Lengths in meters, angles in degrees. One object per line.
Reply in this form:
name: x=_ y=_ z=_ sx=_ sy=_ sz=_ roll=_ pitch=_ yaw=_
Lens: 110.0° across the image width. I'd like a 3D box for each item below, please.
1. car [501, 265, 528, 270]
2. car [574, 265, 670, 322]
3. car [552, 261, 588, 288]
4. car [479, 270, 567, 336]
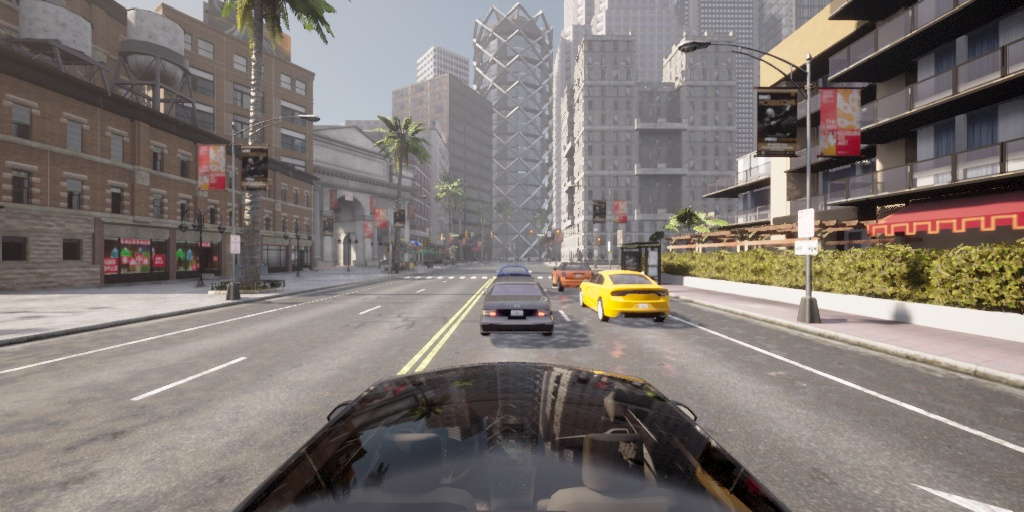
car: x=0.116 y=1.227 z=20.173 sx=1.882 sy=1.535 sz=5.008 roll=0 pitch=0 yaw=0
car: x=3.614 y=1.227 z=12.358 sx=1.882 sy=1.535 sz=5.008 roll=0 pitch=0 yaw=0
car: x=3.617 y=1.102 z=21.572 sx=2.097 sy=1.767 sz=4.553 roll=0 pitch=0 yaw=0
car: x=0.108 y=1.297 z=10.386 sx=2.033 sy=1.411 sz=5.357 roll=0 pitch=0 yaw=0
